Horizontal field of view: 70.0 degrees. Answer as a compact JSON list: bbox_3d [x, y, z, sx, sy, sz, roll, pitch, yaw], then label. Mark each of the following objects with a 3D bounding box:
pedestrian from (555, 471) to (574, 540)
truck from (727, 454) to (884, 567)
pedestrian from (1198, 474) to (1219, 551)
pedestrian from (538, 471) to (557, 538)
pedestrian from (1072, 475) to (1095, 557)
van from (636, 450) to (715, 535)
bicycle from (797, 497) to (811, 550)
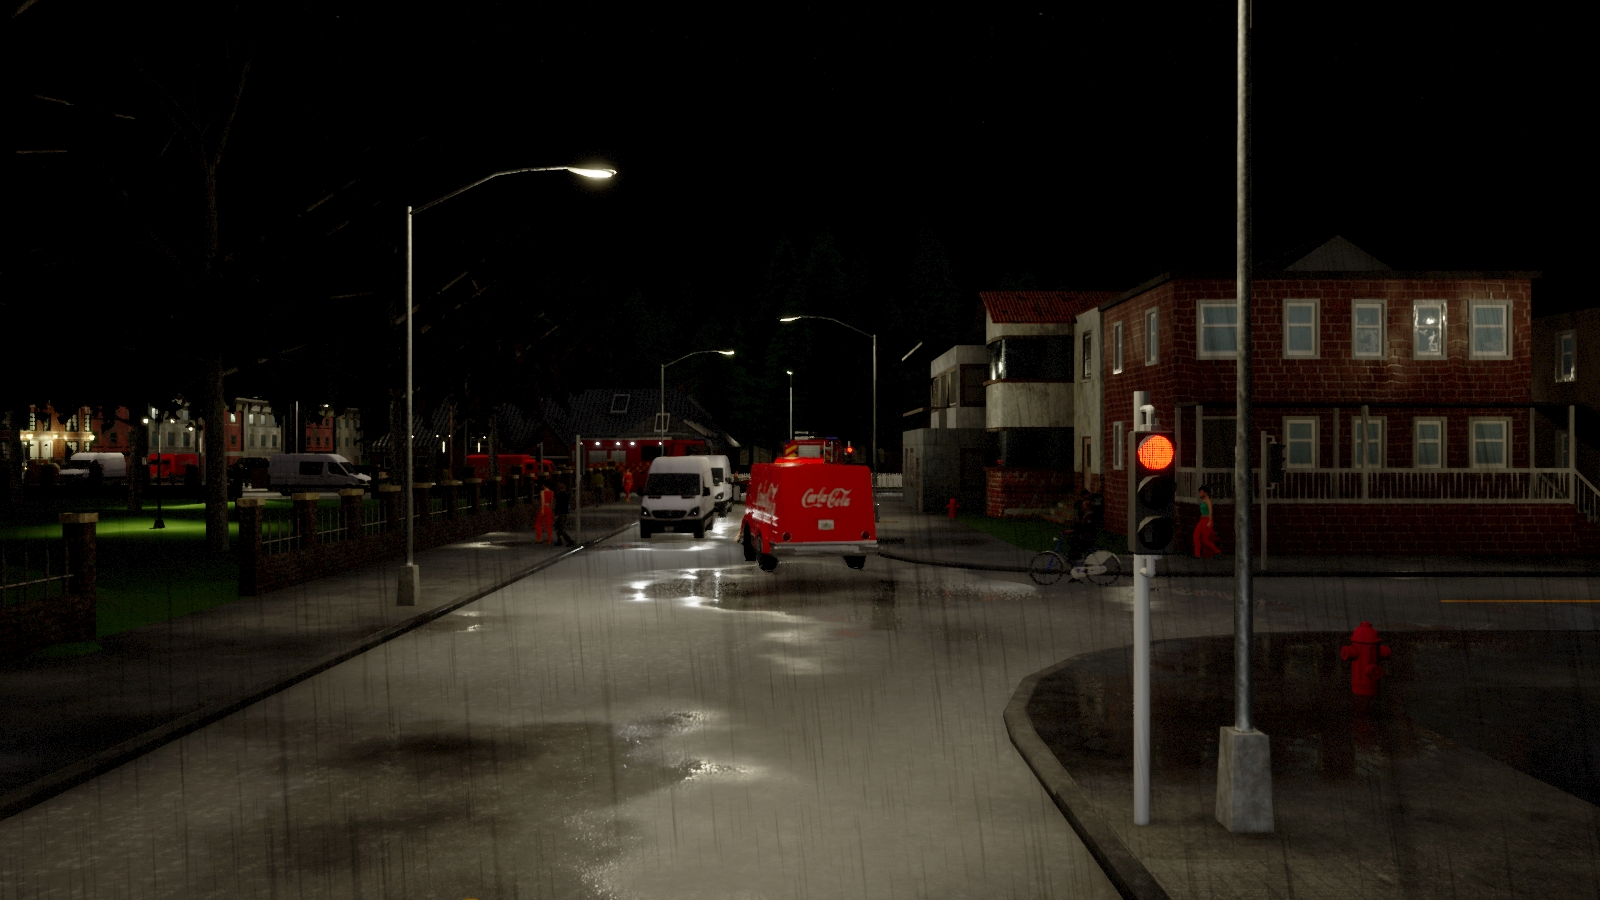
[{"bbox_3d":[-6.466,1.511,31.347,0.375,1.860,0.375,0,0,24],"label":"pedestrian"},{"bbox_3d":[-0.014,1.335,27.904,2.627,2.467,5.204,0,0,-14],"label":"truck"},{"bbox_3d":[9.894,1.504,27.663,0.375,1.860,0.375,0,0,0],"label":"pedestrian"},{"bbox_3d":[-7.072,1.511,31.949,0.375,1.860,0.375,0,0,43],"label":"pedestrian"},{"bbox_3d":[6.523,1.506,26.276,0.375,1.860,0.375,0,0,-42],"label":"pedestrian"},{"bbox_3d":[-4.014,1.296,37.812,1.988,2.561,5.915,0,1,0],"label":"van"},{"bbox_3d":[0.094,1.926,30.364,0.329,1.271,1.835,0,1,-1],"label":"bicycle"}]
